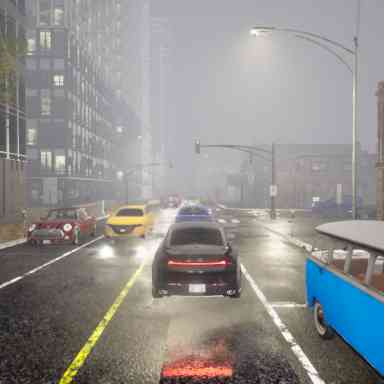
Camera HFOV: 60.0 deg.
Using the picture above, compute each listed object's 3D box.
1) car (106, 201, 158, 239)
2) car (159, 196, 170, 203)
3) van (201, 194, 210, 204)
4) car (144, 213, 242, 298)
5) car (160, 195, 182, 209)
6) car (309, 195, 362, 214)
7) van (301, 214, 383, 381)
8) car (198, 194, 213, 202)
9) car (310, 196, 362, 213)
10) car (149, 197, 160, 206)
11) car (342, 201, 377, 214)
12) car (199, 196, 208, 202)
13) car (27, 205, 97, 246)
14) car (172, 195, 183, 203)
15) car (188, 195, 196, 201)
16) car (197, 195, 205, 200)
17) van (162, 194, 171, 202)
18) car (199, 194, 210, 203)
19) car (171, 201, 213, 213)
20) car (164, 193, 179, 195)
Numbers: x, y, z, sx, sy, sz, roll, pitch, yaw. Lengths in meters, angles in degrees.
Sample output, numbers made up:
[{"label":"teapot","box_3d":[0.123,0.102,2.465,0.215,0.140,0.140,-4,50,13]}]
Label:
[{"label":"car","box_3d":[-3.123,1.472,17.476,1.882,1.535,5.008,0,0,0]},{"label":"car","box_3d":[-5.750,1.550,69.940,1.947,1.339,4.313,-1,0,0]},{"label":"van","box_3d":[2.600,1.326,64.251,1.690,1.788,3.998,-1,0,0]},{"label":"car","box_3d":[0.088,1.502,8.468,1.837,1.490,4.892,0,0,0]},{"label":"car","box_3d":[-2.806,1.480,43.969,2.128,1.511,4.902,0,0,-5]},{"label":"car","box_3d":[15.507,1.349,35.749,5.566,2.045,2.150,1,1,1]},{"label":"van","box_3d":[2.669,1.340,3.986,1.690,1.788,3.998,-1,0,0]},{"label":"car","box_3d":[2.608,1.426,58.607,1.967,1.590,4.097,-1,0,0]},{"label":"car","box_3d":[16.481,1.411,38.334,5.009,1.841,2.192,1,0,1]},{"label":"car","box_3d":[-5.902,1.512,52.838,1.752,1.417,4.829,-1,0,0]},{"label":"car","box_3d":[16.382,1.793,29.957,4.313,1.339,1.947,1,0,1]},{"label":"car","box_3d":[2.591,1.565,75.539,1.802,1.307,4.206,-1,0,0]},{"label":"car","box_3d":[-5.722,1.436,15.060,1.967,1.590,4.097,-1,0,0]},{"label":"car","box_3d":[-3.082,1.509,70.533,2.128,1.511,4.902,0,0,0]},{"label":"car","box_3d":[-0.093,1.481,79.533,1.837,1.490,4.892,0,0,0]},{"label":"car","box_3d":[2.571,1.532,92.471,2.008,1.369,4.403,-1,0,0]},{"label":"van","box_3d":[-5.760,1.324,75.584,1.690,1.788,3.998,-1,0,0]},{"label":"car","box_3d":[2.593,1.299,69.895,2.192,1.841,5.009,-1,0,0]},{"label":"car","box_3d":[0.070,1.472,17.956,1.882,1.535,5.008,0,0,0]},{"label":"car","box_3d":[-3.154,1.208,58.253,2.150,2.045,5.566,0,0,0]}]
